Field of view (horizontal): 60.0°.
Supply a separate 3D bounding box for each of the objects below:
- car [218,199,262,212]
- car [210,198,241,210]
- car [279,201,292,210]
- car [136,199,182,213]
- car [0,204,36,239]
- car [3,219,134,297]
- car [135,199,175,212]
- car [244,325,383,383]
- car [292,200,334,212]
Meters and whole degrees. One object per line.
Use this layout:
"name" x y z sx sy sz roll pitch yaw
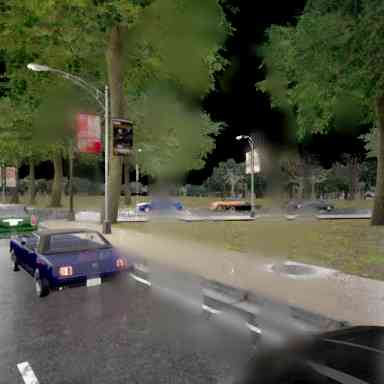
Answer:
"car" 6.111 1.791 40.877 4.718 1.301 1.895 0 0 -14
"car" 4.694 1.537 43.870 4.553 1.767 2.097 0 0 -14
"car" 14.355 1.810 46.316 4.181 1.385 1.994 0 0 -14
"car" -3.647 1.611 38.397 5.008 1.535 1.882 0 0 -14
"car" -8.891 1.352 15.859 2.097 1.767 4.553 0 0 -38
"car" -3.413 1.601 8.732 1.895 1.301 4.718 0 0 -38
"car" -4.620 1.657 41.495 4.674 1.442 1.812 0 0 -16
"car" 2.346 1.478 1.248 1.882 1.535 5.008 0 0 -37
"car" 16.160 1.744 43.420 4.902 1.511 2.128 0 0 -14
